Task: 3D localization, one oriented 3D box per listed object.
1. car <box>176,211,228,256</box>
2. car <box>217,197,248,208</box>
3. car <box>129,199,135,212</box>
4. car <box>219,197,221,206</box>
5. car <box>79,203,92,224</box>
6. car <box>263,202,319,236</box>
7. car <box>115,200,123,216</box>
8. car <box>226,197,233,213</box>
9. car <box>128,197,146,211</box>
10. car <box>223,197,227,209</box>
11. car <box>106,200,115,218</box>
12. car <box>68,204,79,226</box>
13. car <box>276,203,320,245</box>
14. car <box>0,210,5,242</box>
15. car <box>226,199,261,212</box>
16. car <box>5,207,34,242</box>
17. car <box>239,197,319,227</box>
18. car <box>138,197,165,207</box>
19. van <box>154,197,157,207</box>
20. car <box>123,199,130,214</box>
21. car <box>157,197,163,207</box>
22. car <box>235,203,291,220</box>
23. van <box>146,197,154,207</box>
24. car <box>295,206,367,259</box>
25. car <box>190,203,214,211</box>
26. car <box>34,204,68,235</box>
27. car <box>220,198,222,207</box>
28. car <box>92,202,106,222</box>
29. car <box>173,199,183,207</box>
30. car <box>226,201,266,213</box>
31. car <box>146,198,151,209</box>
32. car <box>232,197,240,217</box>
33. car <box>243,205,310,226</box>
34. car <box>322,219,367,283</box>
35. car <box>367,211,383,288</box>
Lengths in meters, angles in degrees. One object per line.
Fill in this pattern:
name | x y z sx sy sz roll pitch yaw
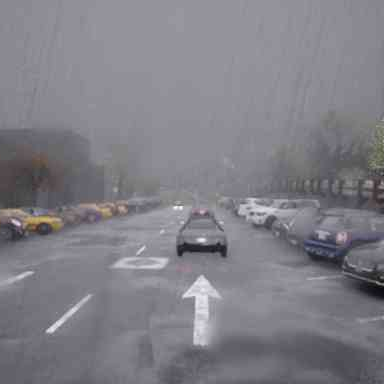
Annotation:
car | 0.416 1.729 14.005 1.994 1.385 4.181 0 -1 2
car | 7.968 2.028 65.936 5.566 2.045 2.435 1 -1 -18
car | -9.776 1.961 40.006 4.792 1.488 2.163 0 -1 -18
car | 7.795 2.084 59.879 4.553 1.767 2.185 1 0 -18
car | -10.276 1.785 25.189 4.792 1.488 2.163 0 0 -18
car | 6.498 1.584 17.599 4.553 1.767 2.185 1 0 -18
car | -9.981 1.861 34.080 5.008 1.535 2.097 0 0 -18
car | 6.994 1.673 35.706 5.566 2.045 2.435 1 0 -18
car | -9.561 1.911 48.855 4.553 1.767 2.185 0 -1 -18
car | 7.238 1.745 41.764 5.566 2.045 2.435 1 -1 -18
car | -10.244 1.824 31.053 5.366 1.575 1.946 0 0 -18
car | -10.344 1.722 22.241 4.892 1.521 2.231 0 -1 -18
car | 6.412 1.548 14.573 4.553 1.767 2.185 1 0 -18
car | -10.618 1.617 13.375 4.892 1.521 2.231 0 -1 -18
car | 7.363 1.941 47.787 4.553 1.767 2.185 1 -1 -18
car | -10.555 1.525 16.326 4.553 1.767 2.185 0 -1 -18
car | 6.632 1.529 23.617 5.566 2.045 2.435 1 0 -18
car | -8.833 2.060 72.506 5.566 2.045 2.435 0 0 -18
van | -9.282 1.949 60.654 4.442 1.987 1.878 0 0 -18
car | -10.063 1.894 36.967 5.366 1.575 1.946 0 0 -18
car | -9.059 1.957 63.667 5.566 2.045 2.435 0 -1 -18
car | 6.917 1.890 32.697 4.892 1.521 2.231 1 -1 -18
van | -9.373 1.915 57.697 4.442 1.987 1.878 0 0 -18
car | 6.259 1.511 11.538 4.553 1.767 2.185 1 -1 -18
car | 0.865 1.690 28.766 2.097 1.767 4.553 0 -1 2
car | -10.260 1.681 19.354 5.366 1.575 1.946 0 -1 -18
car | 7.582 2.140 53.831 4.892 1.521 2.231 1 0 -18
car | -10.159 1.791 28.153 5.008 1.535 2.097 0 -1 -18
car | -2.857 2.345 70.854 2.128 1.511 4.902 0 -1 2
car | 7.268 2.061 44.763 4.792 1.488 2.163 1 0 -18
car | -9.440 2.072 51.826 4.892 1.521 2.231 0 0 -18
car | 6.872 1.602 29.680 5.566 2.045 2.435 1 -1 -18
car | 6.717 1.846 26.636 4.792 1.488 2.163 1 0 -18
car | 6.201 1.603 8.523 4.892 1.521 2.231 1 0 -18
car | 6.129 1.315 5.523 5.566 2.045 2.435 1 -1 -18
